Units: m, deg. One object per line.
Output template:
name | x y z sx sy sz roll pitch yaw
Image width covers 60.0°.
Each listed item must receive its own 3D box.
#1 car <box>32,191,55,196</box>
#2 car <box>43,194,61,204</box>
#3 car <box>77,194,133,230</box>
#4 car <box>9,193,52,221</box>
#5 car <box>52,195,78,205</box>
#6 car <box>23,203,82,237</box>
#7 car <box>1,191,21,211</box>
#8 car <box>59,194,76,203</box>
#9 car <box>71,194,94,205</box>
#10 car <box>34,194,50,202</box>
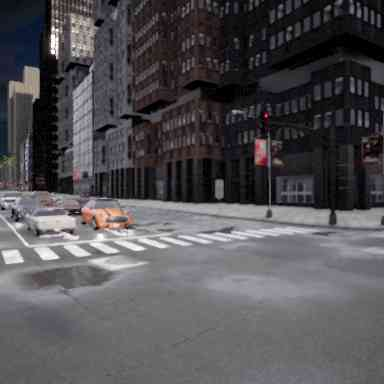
car | -18.622 0.908 41.104 2.150 2.045 5.566 0 2 -32
car | -22.711 1.106 53.865 1.812 1.442 4.674 0 1 -32
car | -5.222 1.229 20.132 2.097 1.767 4.553 0 0 -30
car | -12.372 1.182 25.268 2.097 1.767 4.553 0 1 -33
car | -10.197 1.290 27.899 1.882 1.535 5.008 0 1 -33
car | -7.620 1.492 17.840 1.895 1.301 4.718 0 1 -33
car | -20.052 0.948 37.304 2.150 2.045 5.566 0 0 -32
car | -22.214 1.136 59.117 1.895 1.301 4.718 0 1 -33
car | -16.617 1.113 50.366 2.128 1.511 4.902 0 1 -33
car | -28.066 1.042 62.233 2.033 1.411 5.357 0 1 -33
